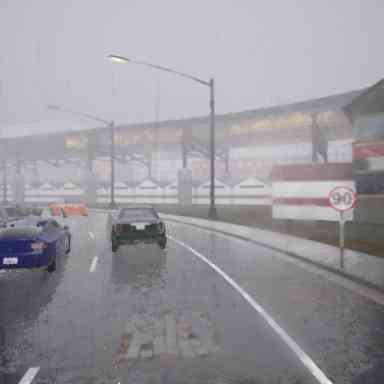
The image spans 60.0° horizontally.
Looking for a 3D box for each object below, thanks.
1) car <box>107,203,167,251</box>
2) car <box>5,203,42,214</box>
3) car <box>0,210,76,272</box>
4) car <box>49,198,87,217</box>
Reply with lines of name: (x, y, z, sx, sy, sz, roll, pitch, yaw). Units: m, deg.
car: (-2.528, 1.330, 14.370, 2.097, 1.767, 4.553, 0, 0, -17)
car: (-14.617, 1.605, 28.749, 1.895, 1.301, 4.718, 0, 0, -42)
car: (-4.967, 1.525, 10.425, 1.812, 1.442, 4.674, 0, 0, -13)
car: (-11.240, 1.337, 29.975, 2.097, 1.767, 4.553, 0, 0, -39)
